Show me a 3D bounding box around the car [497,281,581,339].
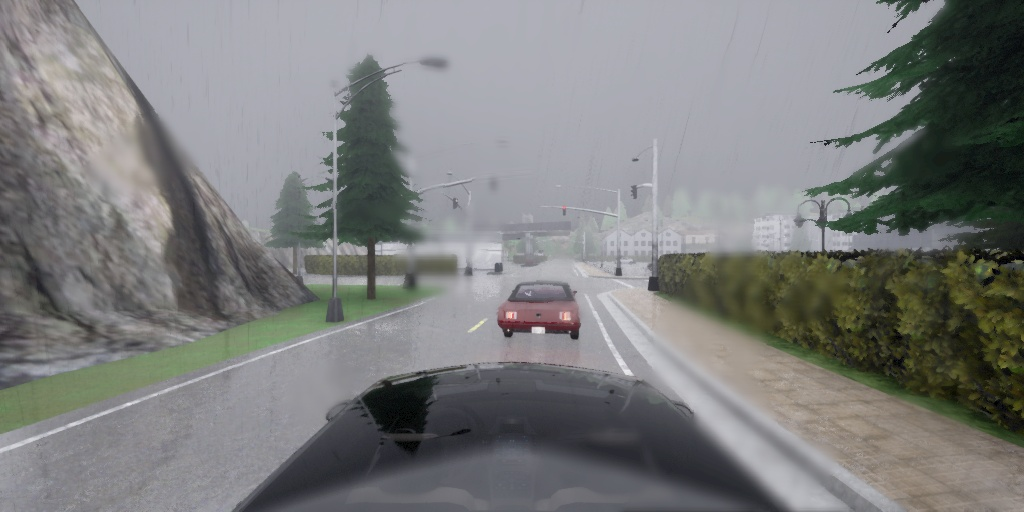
[{"bbox_3d":[0.912,1.351,10.109,1.895,1.301,4.718,0,0,8],"label":"car"}]
